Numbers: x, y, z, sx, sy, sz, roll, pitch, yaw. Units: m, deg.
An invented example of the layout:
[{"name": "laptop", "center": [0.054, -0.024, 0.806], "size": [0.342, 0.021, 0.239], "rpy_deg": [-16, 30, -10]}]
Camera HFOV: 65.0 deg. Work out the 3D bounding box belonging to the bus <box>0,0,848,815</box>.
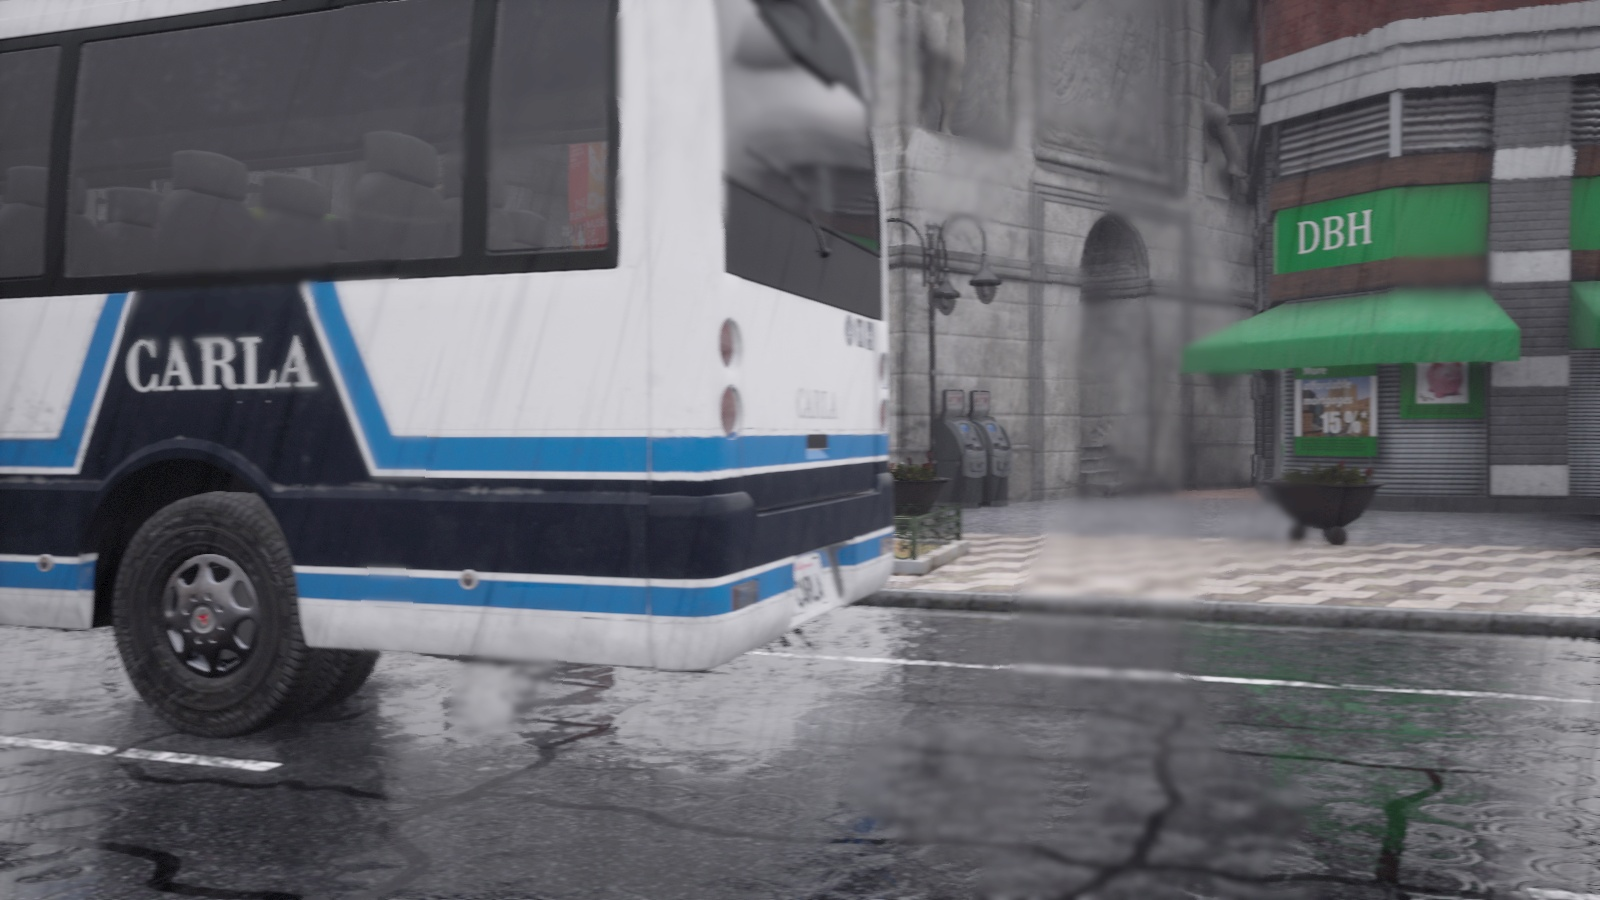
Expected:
[{"name": "bus", "center": [-5.172, -0.707, 8.605], "size": [10.273, 4.253, 3.944], "rpy_deg": [1, 1, 19]}]
